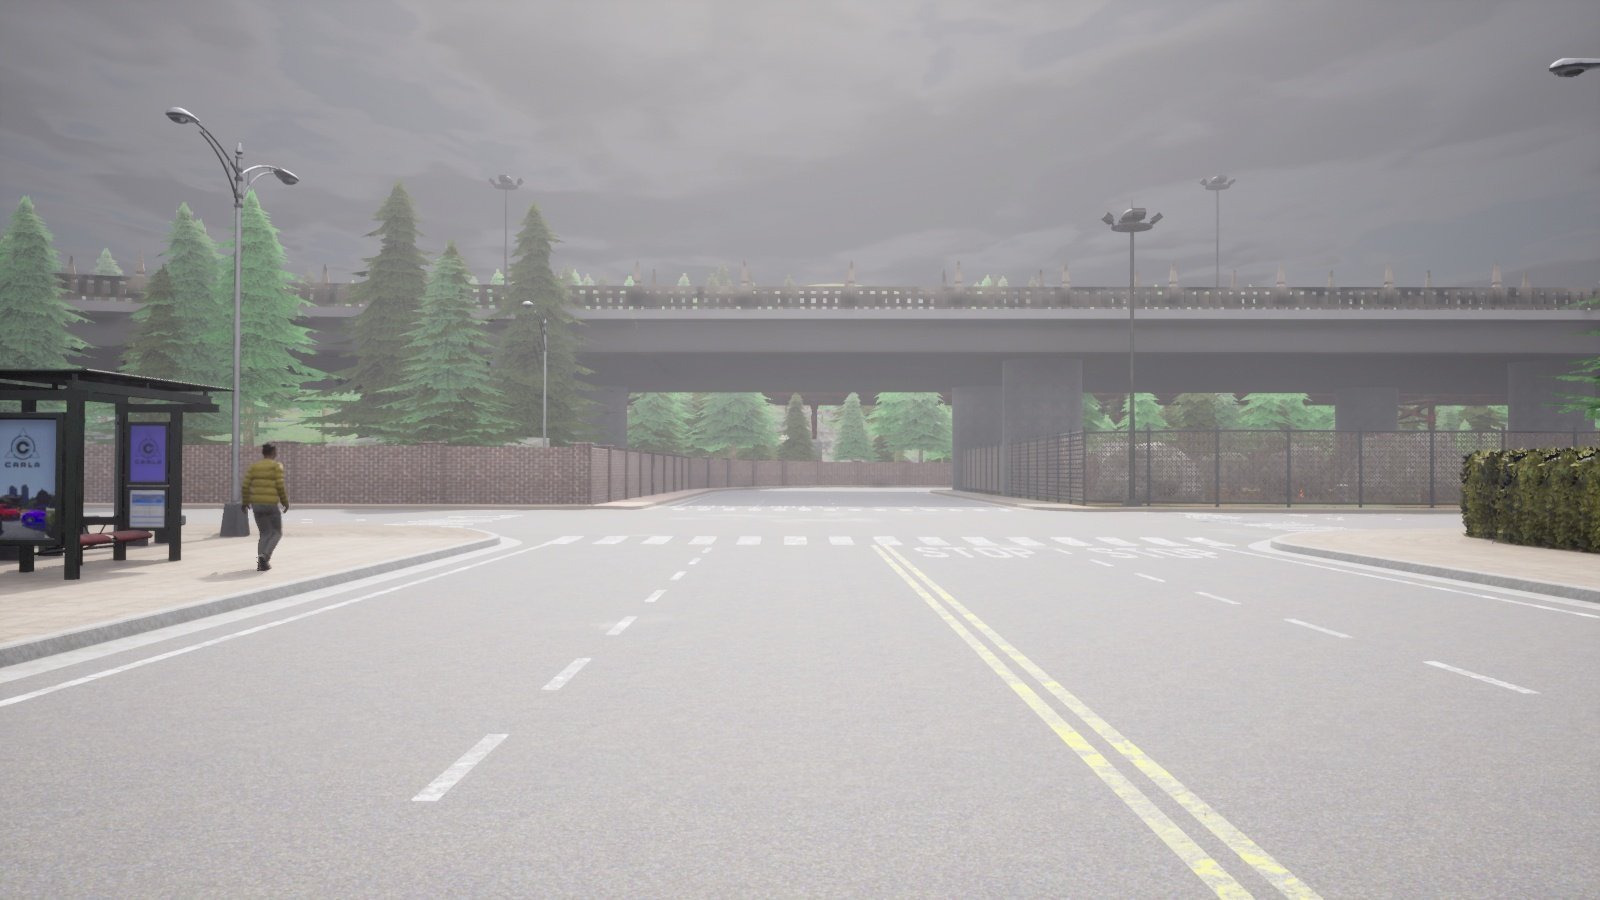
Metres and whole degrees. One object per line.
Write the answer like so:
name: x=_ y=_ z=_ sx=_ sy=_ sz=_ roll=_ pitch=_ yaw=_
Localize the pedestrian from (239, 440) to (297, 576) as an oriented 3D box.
pedestrian: x=-7.394 y=0.795 z=17.473 sx=0.431 sy=1.840 sz=0.709 roll=0 pitch=-1 yaw=7
